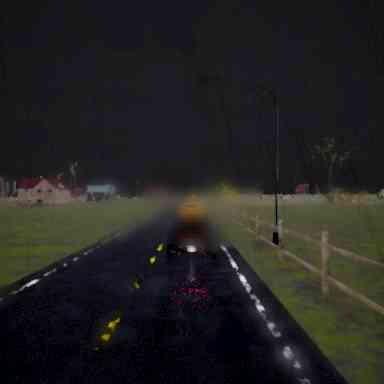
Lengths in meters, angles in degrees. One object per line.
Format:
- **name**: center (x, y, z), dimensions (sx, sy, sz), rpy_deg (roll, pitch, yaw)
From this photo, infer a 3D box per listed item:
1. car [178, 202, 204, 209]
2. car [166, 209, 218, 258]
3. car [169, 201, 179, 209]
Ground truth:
- **car**: center (0.008, 1.819, 29.264), dimensions (1.882, 1.535, 5.008), rpy_deg (0, 0, 0)
- **car**: center (0.011, 1.664, 13.503), dimensions (1.837, 1.490, 4.892), rpy_deg (0, 0, 0)
- **car**: center (-2.801, 2.275, 56.823), dimensions (1.895, 1.301, 4.718), rpy_deg (0, -1, 0)
